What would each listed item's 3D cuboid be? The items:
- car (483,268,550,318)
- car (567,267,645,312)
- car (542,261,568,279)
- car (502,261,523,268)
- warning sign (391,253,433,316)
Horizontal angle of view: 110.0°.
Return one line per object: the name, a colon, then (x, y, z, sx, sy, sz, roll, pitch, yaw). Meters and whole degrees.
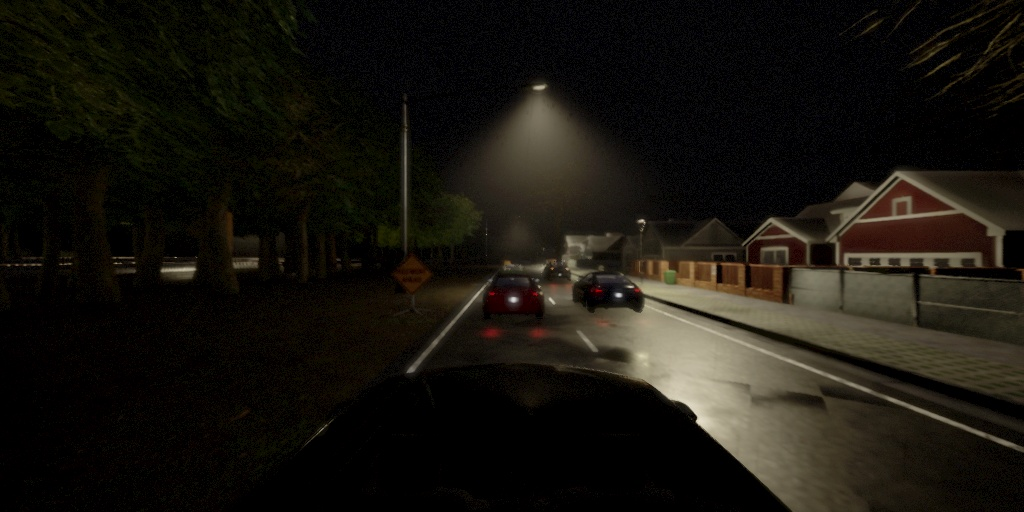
car: (0.060, 1.281, 12.773, 1.994, 1.385, 4.181, 0, 0, 0)
car: (3.569, 1.278, 13.949, 1.994, 1.385, 4.181, 0, 0, 0)
car: (3.563, 1.166, 28.911, 2.128, 1.511, 4.902, 0, 0, 0)
car: (0.054, 1.278, 27.474, 1.895, 1.301, 4.718, 0, 0, 0)
warning sign: (-3.053, 0.839, 11.005, 1.300, 1.860, 1.060, 0, 0, 0)
